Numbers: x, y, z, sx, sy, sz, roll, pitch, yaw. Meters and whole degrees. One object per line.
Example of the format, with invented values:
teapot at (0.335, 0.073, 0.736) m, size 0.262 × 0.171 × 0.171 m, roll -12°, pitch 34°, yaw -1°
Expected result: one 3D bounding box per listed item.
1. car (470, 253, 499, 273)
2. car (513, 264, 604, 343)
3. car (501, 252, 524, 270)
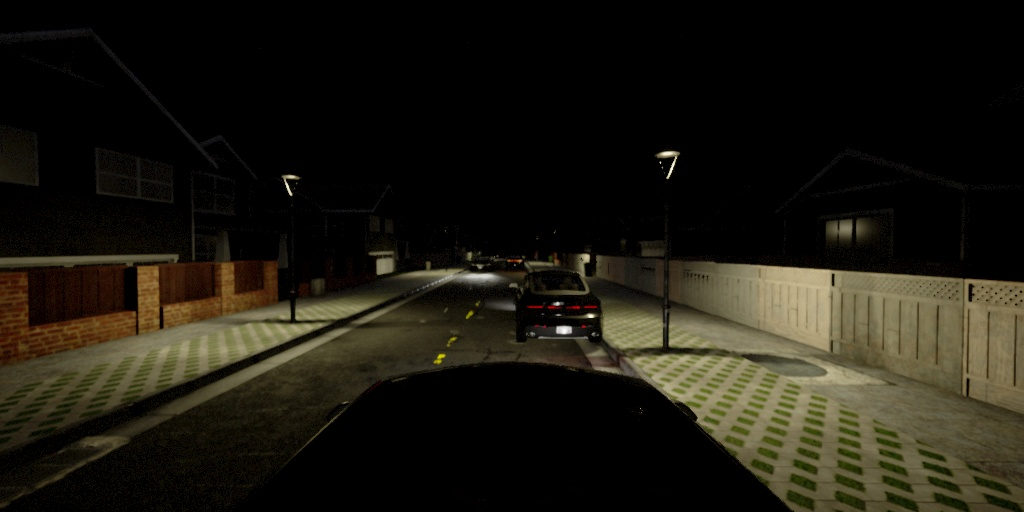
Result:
car at (-2.644, 0.685, 32.734) m, size 2.128 × 1.511 × 4.902 m, roll 0°, pitch 1°, yaw 0°
car at (1.010, 1.124, 9.257) m, size 1.837 × 1.490 × 4.892 m, roll 0°, pitch 1°, yaw 0°
car at (0.300, 0.614, 36.476) m, size 2.128 × 1.511 × 4.902 m, roll 0°, pitch 1°, yaw 1°
